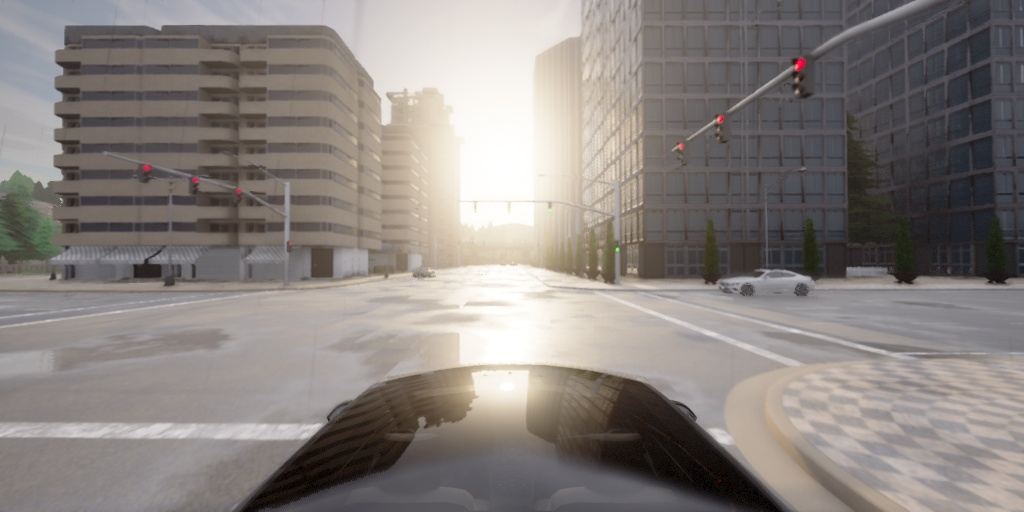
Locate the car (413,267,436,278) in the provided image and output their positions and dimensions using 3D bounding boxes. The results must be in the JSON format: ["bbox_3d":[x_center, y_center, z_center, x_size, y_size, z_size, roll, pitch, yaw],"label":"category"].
[{"bbox_3d":[-10.468,1.989,42.956,1.994,1.385,4.181,0,0,0],"label":"car"}]

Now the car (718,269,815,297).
[{"bbox_3d":[13.906,1.447,19.686,4.674,1.442,1.812,0,-1,0],"label":"car"}]
